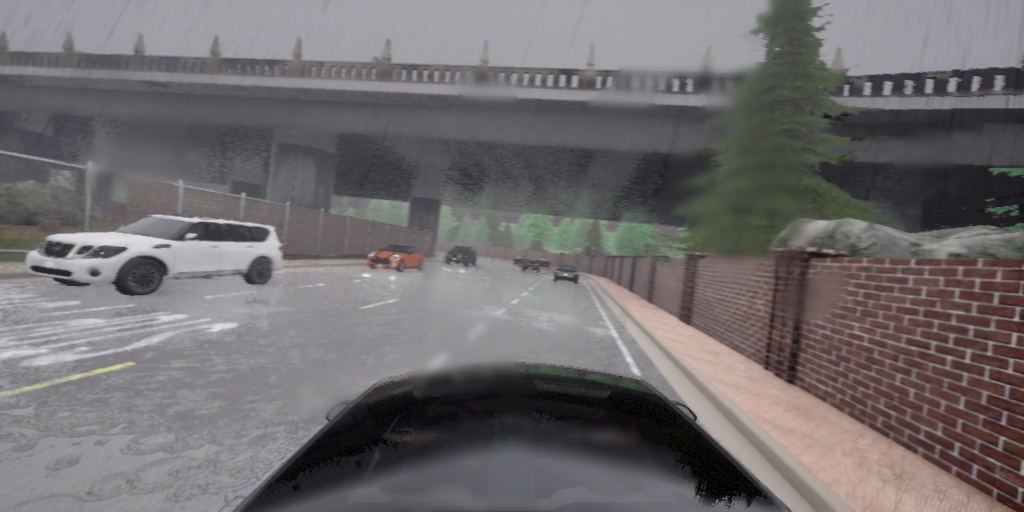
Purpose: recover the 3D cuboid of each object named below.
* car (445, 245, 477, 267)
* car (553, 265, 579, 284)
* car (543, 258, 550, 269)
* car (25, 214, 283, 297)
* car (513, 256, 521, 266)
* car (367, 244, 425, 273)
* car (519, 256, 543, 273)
[{"bbox_3d":[-5.122,-0.056,37.123,2.150,2.045,5.566,6,1,8],"label":"car"},{"bbox_3d":[4.531,1.442,29.890,1.994,1.385,4.181,6,1,9],"label":"car"},{"bbox_3d":[4.060,0.981,53.896,1.882,1.535,5.008,6,1,-16],"label":"car"},{"bbox_3d":[-9.385,-0.163,10.358,2.150,2.045,5.566,6,1,9],"label":"car"},{"bbox_3d":[1.550,0.750,50.648,1.882,1.535,5.008,6,1,-15],"label":"car"},{"bbox_3d":[-7.330,0.025,23.149,2.097,1.767,4.553,6,0,9],"label":"car"},{"bbox_3d":[2.117,0.991,39.380,1.837,1.490,4.892,6,1,5],"label":"car"}]
